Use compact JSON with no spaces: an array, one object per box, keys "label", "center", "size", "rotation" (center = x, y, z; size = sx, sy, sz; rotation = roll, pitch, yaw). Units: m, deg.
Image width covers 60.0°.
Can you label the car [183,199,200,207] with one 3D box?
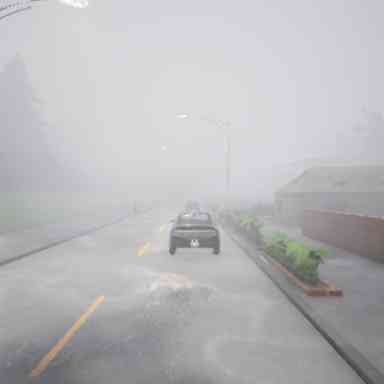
[{"label":"car","center":[0.101,1.821,45.932],"size":[1.837,1.490,4.892],"rotation":[0,0,0]}]

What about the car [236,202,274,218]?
[{"label":"car","center":[6.312,1.675,31.867],"size":[5.357,1.415,2.033],"rotation":[0,-1,-40]}]

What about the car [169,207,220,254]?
[{"label":"car","center":[0.099,1.588,13.874],"size":[2.128,1.511,4.902],"rotation":[0,0,0]}]
